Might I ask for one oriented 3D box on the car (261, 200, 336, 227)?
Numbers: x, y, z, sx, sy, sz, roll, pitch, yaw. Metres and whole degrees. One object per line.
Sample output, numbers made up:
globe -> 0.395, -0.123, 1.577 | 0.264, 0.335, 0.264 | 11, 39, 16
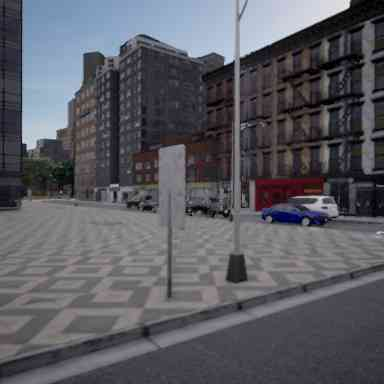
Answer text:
car -> 7.253, 1.586, 23.741 | 1.882, 1.535, 5.008 | 0, -1, -37

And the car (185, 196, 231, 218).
car -> 1.408, 1.401, 31.743 | 2.150, 2.045, 5.566 | 0, -1, -36

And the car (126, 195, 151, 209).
car -> -7.802, 1.534, 49.663 | 2.150, 2.045, 5.566 | 0, 0, -36

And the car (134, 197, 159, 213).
car -> -4.623, 1.736, 40.000 | 2.128, 1.511, 4.902 | 0, 0, -36

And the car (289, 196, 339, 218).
car -> 8.940, 1.351, 26.892 | 2.150, 2.045, 5.566 | 0, -1, -36
